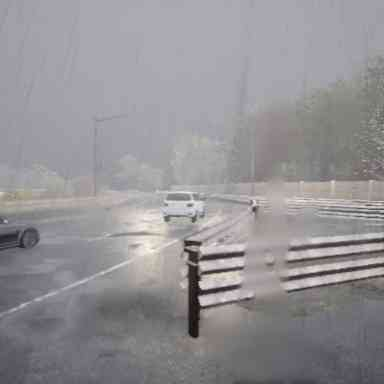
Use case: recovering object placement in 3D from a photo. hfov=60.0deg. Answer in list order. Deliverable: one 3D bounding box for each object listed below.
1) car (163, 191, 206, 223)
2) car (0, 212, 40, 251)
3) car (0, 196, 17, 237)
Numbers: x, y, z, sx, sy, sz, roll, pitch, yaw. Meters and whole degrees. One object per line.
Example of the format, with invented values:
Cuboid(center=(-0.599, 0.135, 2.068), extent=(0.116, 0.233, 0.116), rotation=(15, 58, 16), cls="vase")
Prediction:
Cuboid(center=(-0.416, 0.970, 23.508), extent=(2.150, 2.045, 5.566), rotation=(1, 1, 11), cls="car")
Cuboid(center=(-7.153, 1.374, 11.054), extent=(1.994, 1.385, 4.181), rotation=(1, 1, 18), cls="car")
Cuboid(center=(-9.945, 1.105, 13.848), extent=(2.097, 1.767, 4.553), rotation=(1, 1, 17), cls="car")
